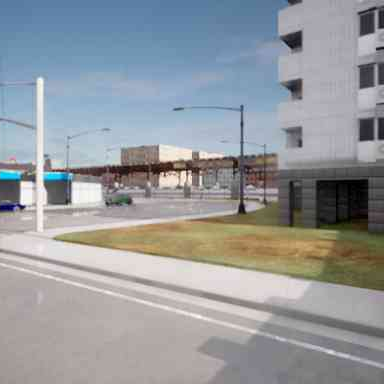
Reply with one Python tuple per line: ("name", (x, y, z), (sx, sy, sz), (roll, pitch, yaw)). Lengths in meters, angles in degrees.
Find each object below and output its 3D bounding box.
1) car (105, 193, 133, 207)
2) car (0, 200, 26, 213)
("car", (-10.769, 1.115, 49.597), (2.150, 2.045, 5.566), (0, 0, 17))
("car", (-19.700, 1.500, 33.931), (1.895, 1.301, 4.718), (0, 0, 37))
